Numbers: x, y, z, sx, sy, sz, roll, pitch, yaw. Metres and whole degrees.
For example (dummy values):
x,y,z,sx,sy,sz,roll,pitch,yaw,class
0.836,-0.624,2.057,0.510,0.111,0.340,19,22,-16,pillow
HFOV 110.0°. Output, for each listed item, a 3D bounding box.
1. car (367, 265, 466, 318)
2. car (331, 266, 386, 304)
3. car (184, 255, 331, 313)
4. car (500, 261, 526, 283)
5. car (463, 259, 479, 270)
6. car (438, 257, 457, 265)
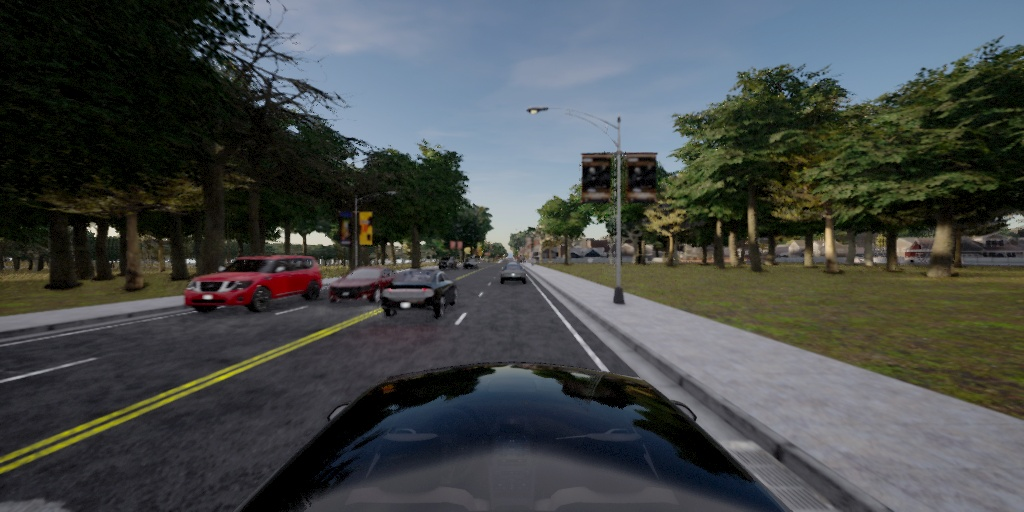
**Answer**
x,y,z,sx,sy,sz,roll,pitch,yaw,class
-3.152,1.249,13.038,2.128,1.511,4.902,0,0,0,car
-6.602,1.241,16.722,1.882,1.535,5.008,0,0,0,car
-9.852,0.981,14.377,2.150,2.045,5.566,0,0,0,car
0.095,1.353,28.395,1.994,1.385,4.181,0,0,0,car
-6.564,1.237,57.468,2.097,1.767,4.553,0,0,0,car
-9.818,1.096,55.156,2.150,2.045,5.566,0,0,1,car
